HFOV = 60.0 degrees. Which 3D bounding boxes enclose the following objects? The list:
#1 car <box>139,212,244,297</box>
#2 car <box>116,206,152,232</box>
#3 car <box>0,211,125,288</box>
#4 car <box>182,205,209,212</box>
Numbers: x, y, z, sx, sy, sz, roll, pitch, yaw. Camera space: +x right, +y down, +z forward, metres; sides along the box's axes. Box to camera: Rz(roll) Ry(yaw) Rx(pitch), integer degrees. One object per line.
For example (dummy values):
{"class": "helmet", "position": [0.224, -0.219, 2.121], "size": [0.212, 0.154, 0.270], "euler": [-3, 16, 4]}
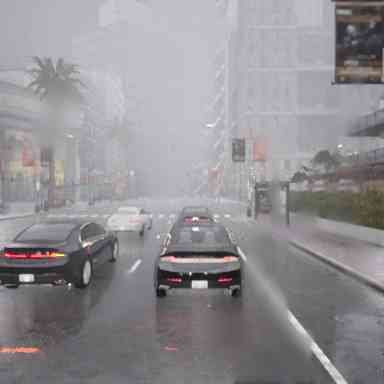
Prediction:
{"class": "car", "position": [0.145, 1.485, 8.544], "size": [2.128, 1.511, 4.902], "euler": [0, 0, 0]}
{"class": "car", "position": [-3.325, 1.512, 18.128], "size": [1.812, 1.442, 4.674], "euler": [0, 0, 0]}
{"class": "car", "position": [-3.355, 1.498, 9.188], "size": [1.837, 1.490, 4.892], "euler": [0, 0, 0]}
{"class": "car", "position": [0.174, 1.491, 17.962], "size": [1.837, 1.490, 4.892], "euler": [0, 0, 0]}
